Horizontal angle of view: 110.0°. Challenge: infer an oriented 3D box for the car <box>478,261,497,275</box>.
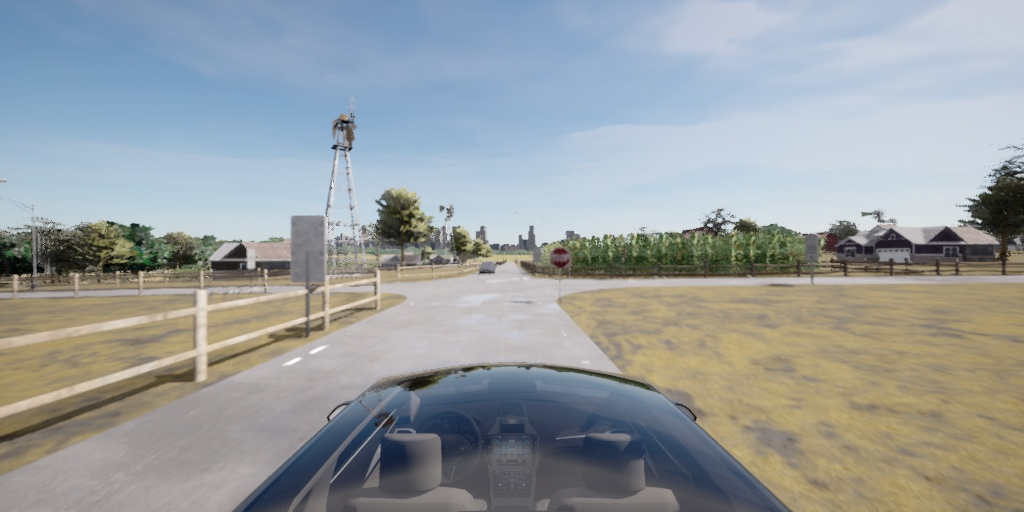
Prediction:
[{"bbox_3d":[-2.743,1.382,41.065,1.837,1.490,4.892,0,2,0],"label":"car"}]
